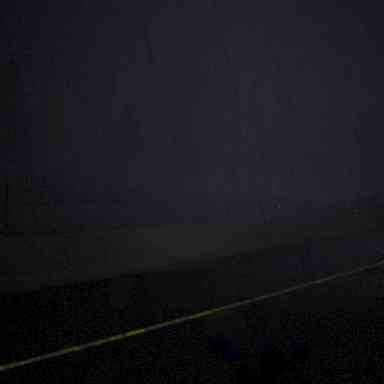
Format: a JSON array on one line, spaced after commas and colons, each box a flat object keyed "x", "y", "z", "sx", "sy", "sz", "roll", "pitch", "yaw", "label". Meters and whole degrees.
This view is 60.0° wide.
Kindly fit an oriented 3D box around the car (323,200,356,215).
[{"x": 16.531, "y": 1.705, "z": 37.077, "sx": 1.812, "sy": 1.442, "sz": 4.674, "roll": 0, "pitch": -1, "yaw": 44, "label": "car"}]

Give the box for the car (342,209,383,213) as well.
[{"x": 17.165, "y": 1.387, "z": 32.741, "sx": 2.150, "sy": 2.045, "sz": 5.566, "roll": 0, "pitch": -1, "yaw": 45, "label": "car"}]
